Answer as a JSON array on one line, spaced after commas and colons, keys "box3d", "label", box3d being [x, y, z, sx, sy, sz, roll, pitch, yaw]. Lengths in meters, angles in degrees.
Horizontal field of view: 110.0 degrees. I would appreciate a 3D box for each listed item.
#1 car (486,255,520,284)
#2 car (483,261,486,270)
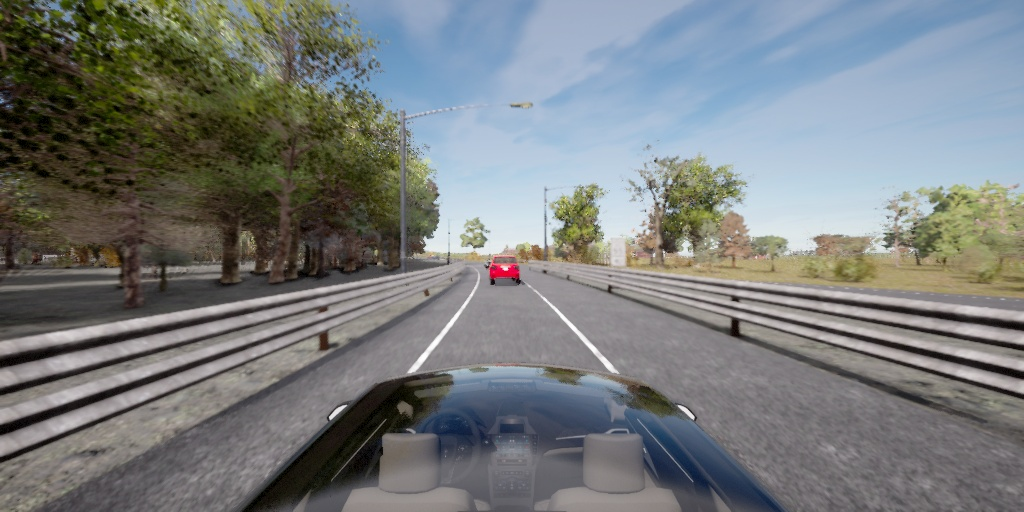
[{"box3d": [-0.649, 0.973, 27.318, 2.150, 2.045, 5.566, 0, 0, -4], "label": "car"}, {"box3d": [-3.275, 1.352, 53.297, 1.895, 1.301, 4.718, 0, 0, -8], "label": "car"}]
